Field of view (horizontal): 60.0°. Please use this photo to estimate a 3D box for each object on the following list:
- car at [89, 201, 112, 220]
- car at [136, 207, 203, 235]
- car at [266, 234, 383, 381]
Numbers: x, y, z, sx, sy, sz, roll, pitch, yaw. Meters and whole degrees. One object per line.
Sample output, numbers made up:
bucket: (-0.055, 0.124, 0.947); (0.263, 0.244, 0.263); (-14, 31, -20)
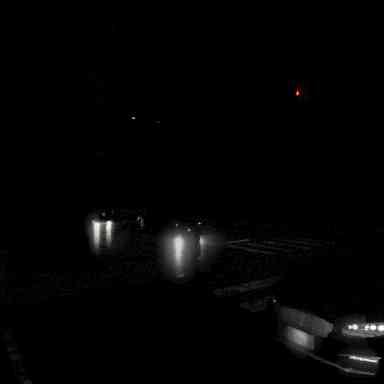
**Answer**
car: (-8.745, 1.609, 29.630); (2.128, 1.511, 4.902); (0, 0, -35)
car: (-1.519, 1.614, 19.577); (2.033, 1.411, 5.357); (0, 0, -32)
car: (3.298, 1.491, 5.431); (4.902, 1.511, 2.128); (0, 0, -36)
